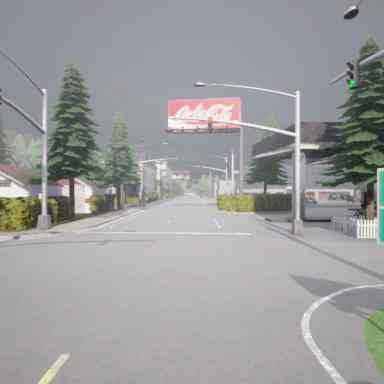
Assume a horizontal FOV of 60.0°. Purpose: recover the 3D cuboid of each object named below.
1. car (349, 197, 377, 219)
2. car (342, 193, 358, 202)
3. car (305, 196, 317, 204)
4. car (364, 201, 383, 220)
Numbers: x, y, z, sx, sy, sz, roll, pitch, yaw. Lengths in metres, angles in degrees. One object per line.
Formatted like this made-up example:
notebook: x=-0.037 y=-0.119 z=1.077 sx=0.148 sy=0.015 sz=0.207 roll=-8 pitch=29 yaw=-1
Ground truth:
car: x=14.376 y=1.505 z=24.936 sx=3.866 sy=1.878 sz=1.905 roll=0 pitch=0 yaw=0
car: x=34.927 y=1.489 z=71.789 sx=2.007 sy=1.523 sz=4.514 roll=0 pitch=0 yaw=0
car: x=22.521 y=1.552 z=64.001 sx=1.970 sy=1.475 sz=3.806 roll=0 pitch=0 yaw=0
car: x=18.704 y=1.672 z=30.605 sx=4.611 sy=1.667 sz=2.242 roll=0 pitch=0 yaw=0
